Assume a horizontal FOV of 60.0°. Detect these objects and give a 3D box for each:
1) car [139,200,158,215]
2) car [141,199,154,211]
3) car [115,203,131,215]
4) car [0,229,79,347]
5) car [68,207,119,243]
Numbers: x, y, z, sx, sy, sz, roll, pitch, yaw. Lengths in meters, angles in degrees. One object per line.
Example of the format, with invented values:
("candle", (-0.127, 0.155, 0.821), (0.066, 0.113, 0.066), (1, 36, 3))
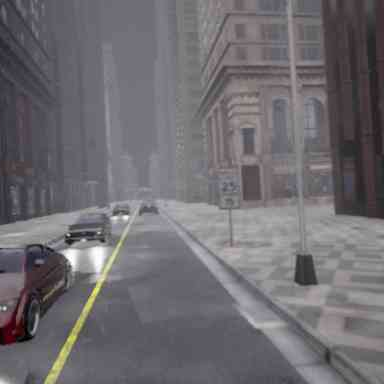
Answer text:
("car", (-5.059, 1.677, 38.613), (2.097, 1.767, 4.553), (-3, 0, -8))
("car", (-6.815, 1.925, 51.102), (1.882, 1.535, 5.008), (-3, 0, -8))
("car", (-8.327, 2.040, 39.615), (2.033, 1.411, 5.357), (-3, 0, -8))
("car", (-3.733, 1.758, 6.507), (1.994, 1.385, 4.181), (-3, 0, -8))
("car", (-5.328, 1.840, 17.779), (2.033, 1.411, 5.357), (-3, 0, -8))
